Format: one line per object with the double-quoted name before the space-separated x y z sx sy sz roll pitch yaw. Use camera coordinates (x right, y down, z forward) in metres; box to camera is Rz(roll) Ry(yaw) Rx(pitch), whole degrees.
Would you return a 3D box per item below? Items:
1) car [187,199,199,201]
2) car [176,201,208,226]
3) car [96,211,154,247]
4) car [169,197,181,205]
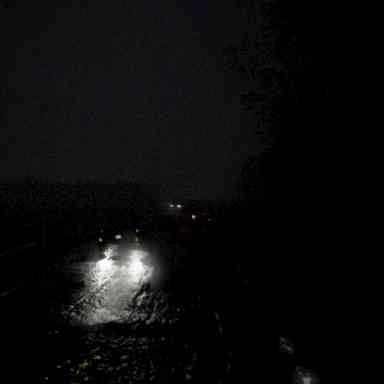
"car" 0.099 1.517 37.381 2.033 1.411 5.357 0 0 0
"car" 0.100 1.545 23.041 1.994 1.385 4.181 0 0 0
"car" -2.850 1.552 14.908 1.994 1.385 4.181 0 0 0
"car" -2.800 1.502 57.092 2.033 1.411 5.357 0 0 1
